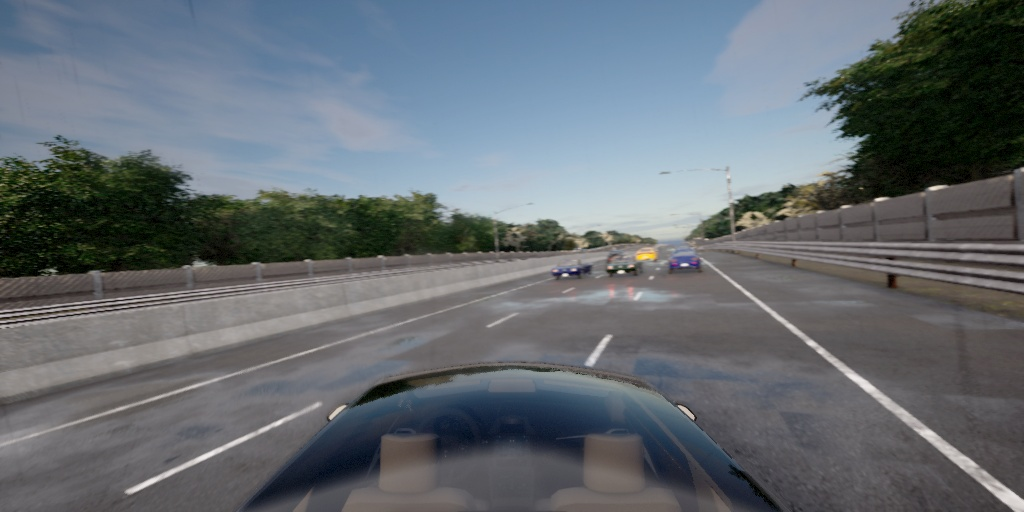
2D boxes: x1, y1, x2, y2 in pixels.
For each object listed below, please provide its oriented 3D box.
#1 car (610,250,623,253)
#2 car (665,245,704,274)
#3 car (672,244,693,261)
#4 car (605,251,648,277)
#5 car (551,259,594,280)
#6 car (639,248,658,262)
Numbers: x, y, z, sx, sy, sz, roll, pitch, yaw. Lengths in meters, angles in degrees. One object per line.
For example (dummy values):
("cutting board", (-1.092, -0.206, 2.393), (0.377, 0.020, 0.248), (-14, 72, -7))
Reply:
("car", (12.599, 0.053, 42.805), (1.837, 1.490, 4.892), (-5, 0, 25))
("car", (10.861, 0.254, 22.632), (1.812, 1.442, 4.674), (-5, 0, 26))
("car", (18.151, -0.439, 38.210), (1.882, 1.535, 5.008), (-5, 0, 25))
("car", (7.542, 0.607, 23.773), (1.895, 1.301, 4.718), (-5, 0, 25))
("car", (4.371, 0.871, 25.231), (1.895, 1.301, 4.718), (-5, 0, 26))
("car", (14.848, -0.165, 39.386), (1.882, 1.535, 5.008), (-5, 0, 25))
